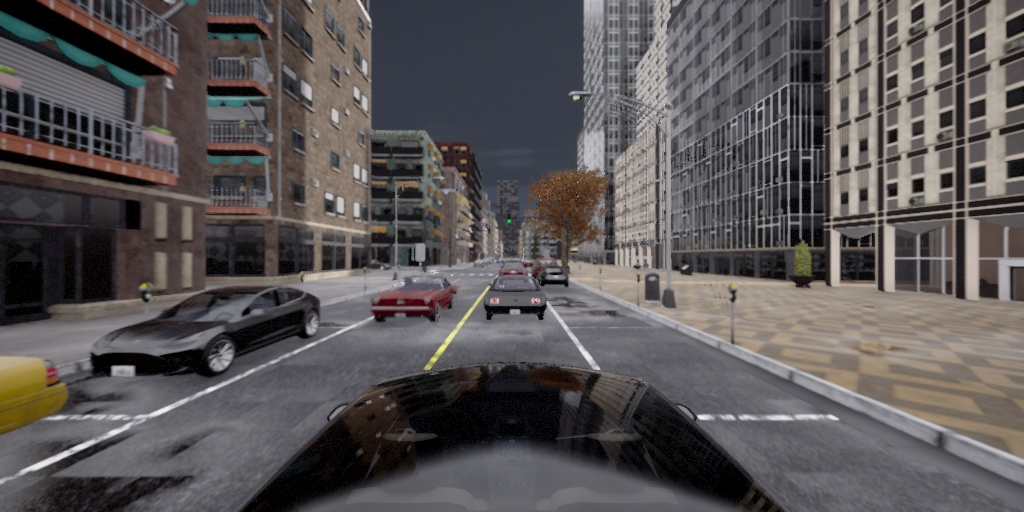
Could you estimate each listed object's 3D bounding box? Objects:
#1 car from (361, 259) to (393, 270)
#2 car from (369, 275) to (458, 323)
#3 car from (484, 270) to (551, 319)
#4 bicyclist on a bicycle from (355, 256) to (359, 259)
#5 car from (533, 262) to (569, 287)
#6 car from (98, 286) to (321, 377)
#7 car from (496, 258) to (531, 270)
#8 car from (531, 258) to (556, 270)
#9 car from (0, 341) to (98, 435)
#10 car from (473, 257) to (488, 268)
[{"bbox_3d":[-16.439,1.079,42.486,4.403,1.370,2.007,0,0,-1],"label":"car"},{"bbox_3d":[-3.100,1.345,12.202,1.895,1.301,4.718,0,0,0],"label":"car"},{"bbox_3d":[0.098,1.345,12.694,1.895,1.301,4.718,0,0,0],"label":"car"},{"bbox_3d":[-23.175,0.746,53.746,0.582,1.620,1.656,1,0,-1],"label":"bicyclist on a bicycle"},{"bbox_3d":[2.690,1.308,23.994,1.948,1.339,4.313,0,0,0],"label":"car"},{"bbox_3d":[-5.689,1.312,7.425,1.948,1.339,4.313,0,0,0],"label":"car"},{"bbox_3d":[0.093,1.094,26.909,2.097,1.767,4.553,0,0,0],"label":"car"},{"bbox_3d":[2.689,1.056,29.517,2.192,1.841,5.009,0,0,0],"label":"car"},{"bbox_3d":[-5.689,1.275,1.733,1.751,1.417,4.829,0,0,0],"label":"car"},{"bbox_3d":[-5.696,1.297,61.904,2.007,1.370,4.403,0,0,0],"label":"car"}]
